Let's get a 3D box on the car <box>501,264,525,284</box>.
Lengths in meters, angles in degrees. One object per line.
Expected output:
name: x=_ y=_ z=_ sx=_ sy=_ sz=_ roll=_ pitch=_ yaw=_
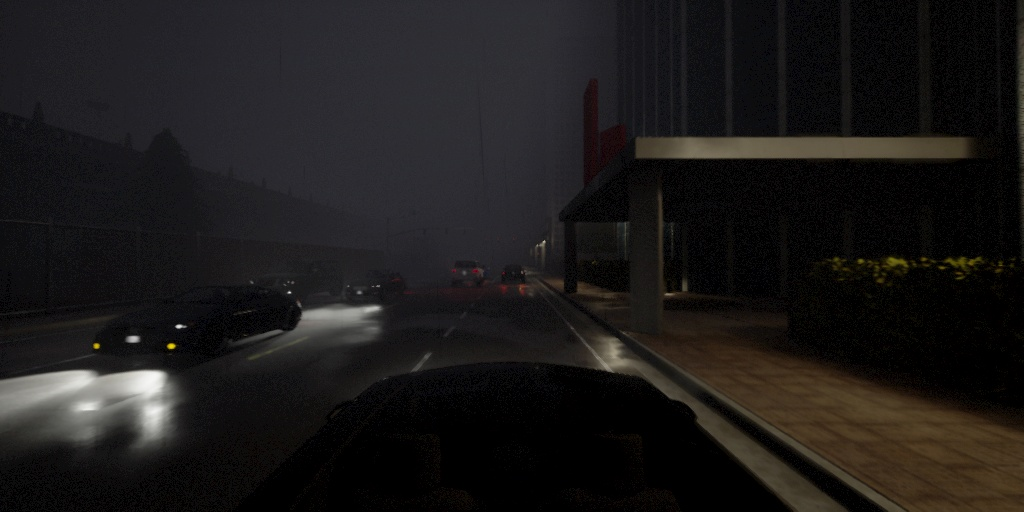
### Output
car: x=0.108 y=1.483 z=32.221 sx=2.097 sy=1.767 sz=4.553 roll=0 pitch=-1 yaw=0

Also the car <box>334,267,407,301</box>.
car: x=-7.066 y=1.458 z=19.094 sx=2.128 sy=1.511 sz=4.902 roll=0 pitch=-1 yaw=0

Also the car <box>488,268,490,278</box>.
car: x=-3.441 y=1.683 z=38.236 sx=1.882 sy=1.535 sz=5.008 roll=0 pitch=-1 yaw=1

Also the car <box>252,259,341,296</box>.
car: x=-10.571 y=1.172 z=18.123 sx=2.150 sy=2.045 sz=5.566 roll=0 pitch=0 yaw=1

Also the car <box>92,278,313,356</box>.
car: x=-7.090 y=1.401 z=8.714 sx=1.994 sy=1.385 sz=4.181 roll=0 pitch=-1 yaw=0

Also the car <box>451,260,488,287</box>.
car: x=-3.411 y=1.306 z=28.502 sx=2.150 sy=2.045 sz=5.566 roll=0 pitch=-1 yaw=0
